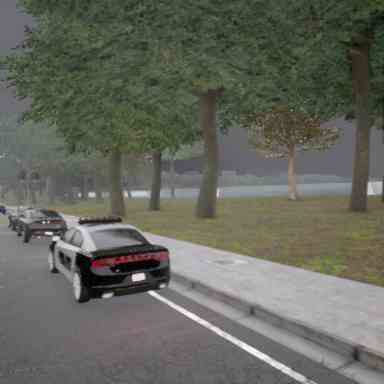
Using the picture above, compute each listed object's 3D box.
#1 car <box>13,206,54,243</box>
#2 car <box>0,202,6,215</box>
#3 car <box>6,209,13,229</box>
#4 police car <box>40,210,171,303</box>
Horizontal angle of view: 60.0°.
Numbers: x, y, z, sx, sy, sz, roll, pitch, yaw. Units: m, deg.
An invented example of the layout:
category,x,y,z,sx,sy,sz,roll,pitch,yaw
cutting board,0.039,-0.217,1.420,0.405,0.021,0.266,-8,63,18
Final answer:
category,x,y,z,sx,sy,sz,roll,pitch,yaw
car,-7.750,1.620,17.003,1.837,1.490,4.892,0,0,-33
car,-23.066,1.942,39.266,1.882,1.535,5.008,0,-1,-32
car,-10.977,1.672,22.062,1.837,1.490,4.892,0,0,-33
police car,-2.431,1.473,8.664,1.930,1.638,5.238,0,0,-33
